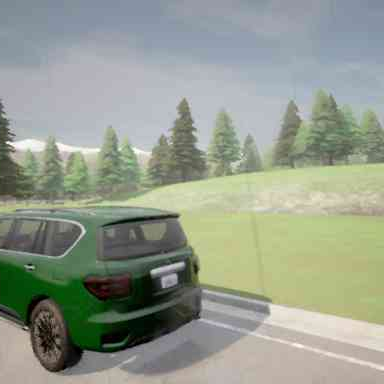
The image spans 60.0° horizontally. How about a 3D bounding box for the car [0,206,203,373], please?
[{"bbox_3d":[-2.397,1.280,5.991,5.566,2.045,2.150,-1,0,38],"label":"car"}]
